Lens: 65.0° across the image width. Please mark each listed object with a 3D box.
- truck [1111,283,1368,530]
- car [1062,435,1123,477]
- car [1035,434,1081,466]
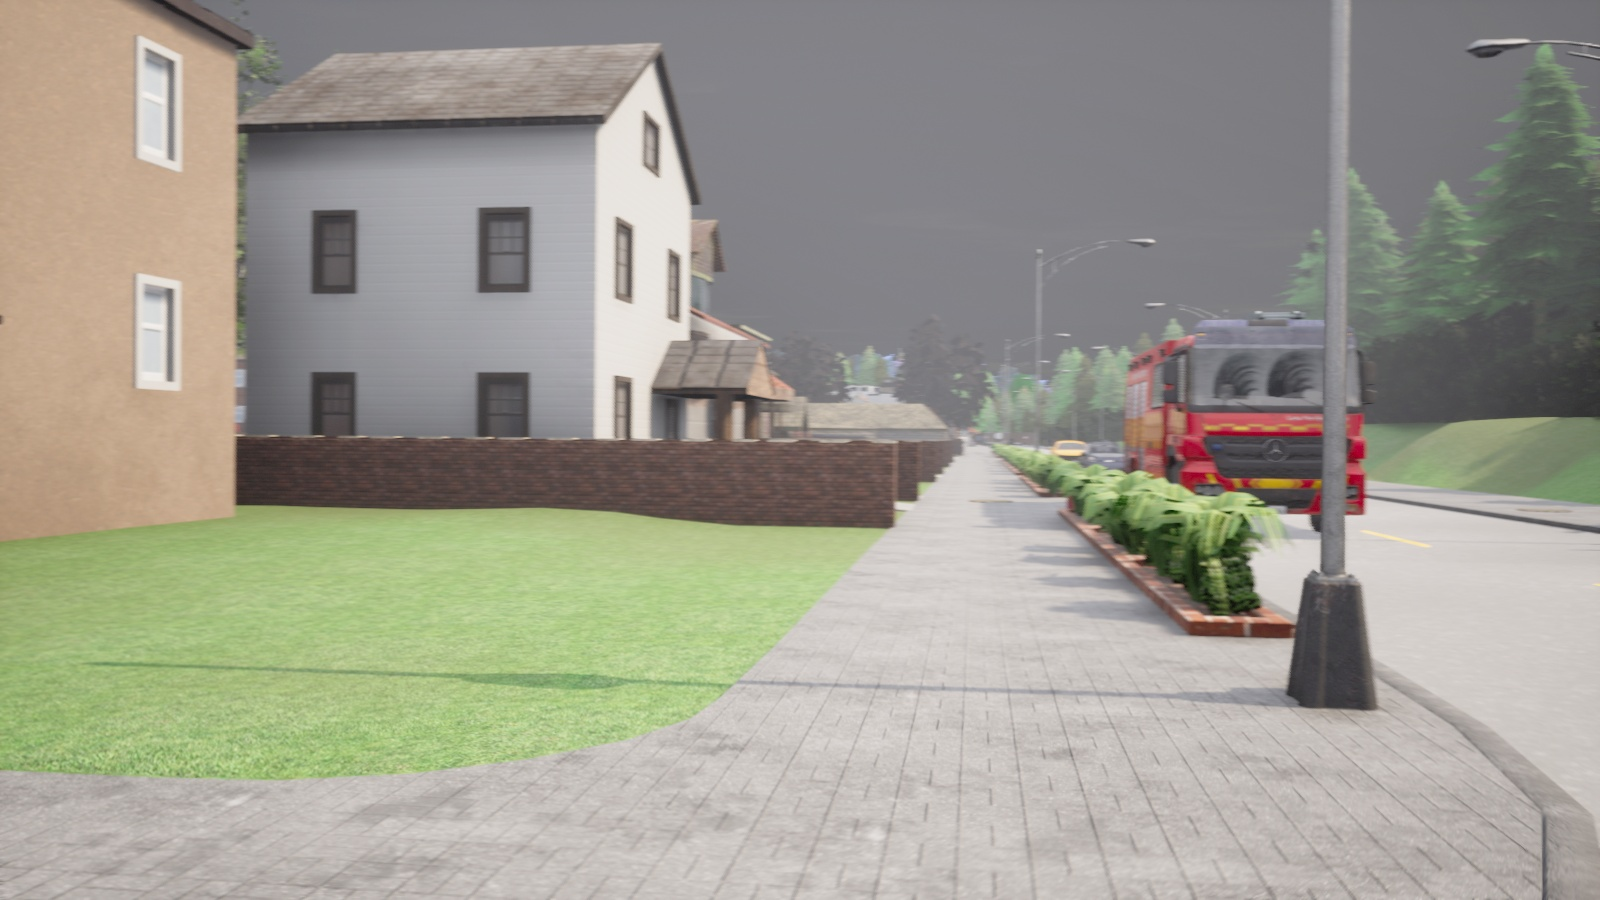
[{"bbox_3d":[7.915,-0.706,23.891,2.891,3.827,8.468,-1,1,7],"label":"truck"},{"bbox_3d":[10.892,0.203,46.882,1.845,1.501,3.633,-1,1,7],"label":"car"},{"bbox_3d":[13.084,-0.033,63.896,1.882,1.535,5.008,-1,1,7],"label":"car"}]
